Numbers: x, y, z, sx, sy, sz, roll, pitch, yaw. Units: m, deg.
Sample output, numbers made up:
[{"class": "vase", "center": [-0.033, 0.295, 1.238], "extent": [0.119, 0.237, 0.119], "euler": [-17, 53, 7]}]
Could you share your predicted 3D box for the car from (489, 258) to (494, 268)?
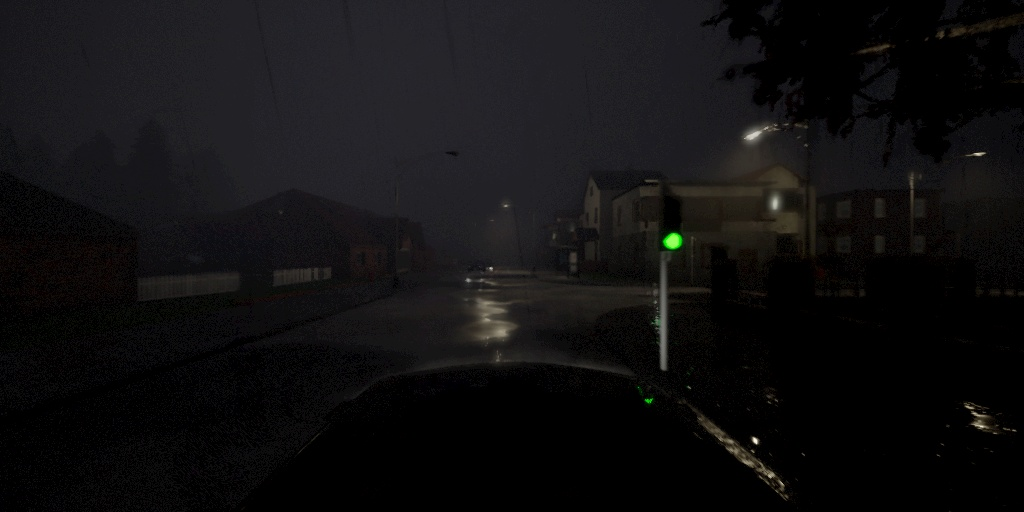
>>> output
[{"class": "car", "center": [-4.047, 1.114, 58.670], "extent": [1.837, 1.490, 4.892], "euler": [0, 0, 1]}]

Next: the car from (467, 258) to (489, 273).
[{"class": "car", "center": [-4.093, 1.175, 42.331], "extent": [1.812, 1.442, 4.674], "euler": [0, 0, 0]}]

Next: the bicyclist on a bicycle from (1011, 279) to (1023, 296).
[{"class": "bicyclist on a bicycle", "center": [18.636, 1.072, 12.565], "extent": [0.582, 1.620, 1.656], "euler": [0, 0, 0]}]
